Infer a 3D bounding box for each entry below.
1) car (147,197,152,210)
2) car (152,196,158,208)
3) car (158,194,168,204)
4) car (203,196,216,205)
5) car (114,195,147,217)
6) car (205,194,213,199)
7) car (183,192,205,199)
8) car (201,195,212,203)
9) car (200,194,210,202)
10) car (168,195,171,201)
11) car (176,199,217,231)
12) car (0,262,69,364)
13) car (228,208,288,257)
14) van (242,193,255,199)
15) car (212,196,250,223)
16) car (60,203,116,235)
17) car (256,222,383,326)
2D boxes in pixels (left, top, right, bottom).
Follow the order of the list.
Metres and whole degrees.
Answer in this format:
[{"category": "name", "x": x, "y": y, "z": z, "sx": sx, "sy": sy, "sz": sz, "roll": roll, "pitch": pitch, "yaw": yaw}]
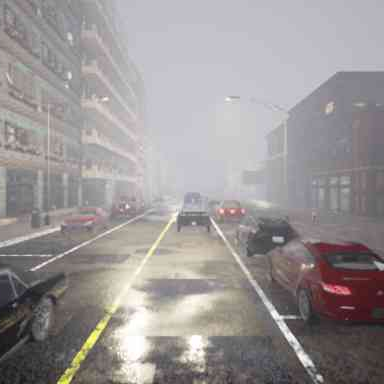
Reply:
[{"category": "car", "x": -5.702, "y": 1.262, "z": 35.254, "sx": 1.967, "sy": 1.590, "sz": 4.097, "roll": 0, "pitch": 0, "yaw": 0}, {"category": "car", "x": -5.703, "y": 1.346, "z": 40.952, "sx": 2.008, "sy": 1.369, "sz": 4.403, "roll": 0, "pitch": 0, "yaw": 0}, {"category": "car", "x": -5.706, "y": 1.290, "z": 58.041, "sx": 1.947, "sy": 1.339, "sz": 4.313, "roll": 0, "pitch": 0, "yaw": 0}, {"category": "car", "x": 2.675, "y": 1.292, "z": 52.341, "sx": 1.887, "sy": 1.381, "sz": 4.507, "roll": 0, "pitch": 0, "yaw": 0}, {"category": "car", "x": -5.702, "y": 1.163, "z": 29.556, "sx": 2.192, "sy": 1.841, "sz": 5.009, "roll": 0, "pitch": 0, "yaw": 0}, {"category": "car", "x": 2.678, "y": 1.347, "z": 40.949, "sx": 2.008, "sy": 1.369, "sz": 4.403, "roll": 0, "pitch": 0, "yaw": 0}, {"category": "car", "x": 0.091, "y": 1.022, "z": 40.343, "sx": 2.150, "sy": 2.045, "sz": 5.566, "roll": 0, "pitch": 1, "yaw": 0}, {"category": "car", "x": 2.673, "y": 1.248, "z": 63.734, "sx": 1.887, "sy": 1.381, "sz": 4.507, "roll": 0, "pitch": 0, "yaw": 0}, {"category": "car", "x": 2.672, "y": 1.207, "z": 69.602, "sx": 1.752, "sy": 1.417, "sz": 4.829, "roll": 0, "pitch": 0, "yaw": 0}, {"category": "car", "x": -5.710, "y": 1.188, "z": 74.961, "sx": 1.752, "sy": 1.417, "sz": 4.829, "roll": 0, "pitch": 0, "yaw": 0}, {"category": "car", "x": 0.094, "y": 1.389, "z": 19.495, "sx": 2.128, "sy": 1.511, "sz": 4.902, "roll": 0, "pitch": 0, "yaw": 0}, {"category": "car", "x": -3.102, "y": 1.580, "z": 3.623, "sx": 1.895, "sy": 1.301, "sz": 4.718, "roll": 0, "pitch": 0, "yaw": 0}, {"category": "car", "x": 2.684, "y": 1.499, "z": 12.466, "sx": 1.947, "sy": 1.339, "sz": 4.313, "roll": 0, "pitch": 0, "yaw": 0}, {"category": "van", "x": 14.642, "y": 1.033, "z": 85.896, "sx": 3.998, "sy": 1.788, "sz": 1.690, "roll": 0, "pitch": 0, "yaw": 0}, {"category": "car", "x": 2.680, "y": 1.316, "z": 23.858, "sx": 1.967, "sy": 1.590, "sz": 4.097, "roll": 0, "pitch": 0, "yaw": 0}, {"category": "car", "x": -5.698, "y": 1.486, "z": 18.164, "sx": 1.802, "sy": 1.307, "sz": 4.206, "roll": 0, "pitch": 0, "yaw": 0}, {"category": "car", "x": 2.685, "y": 1.545, "z": 6.770, "sx": 1.802, "sy": 1.307, "sz": 4.206, "roll": 0, "pitch": 0, "yaw": 0}]
